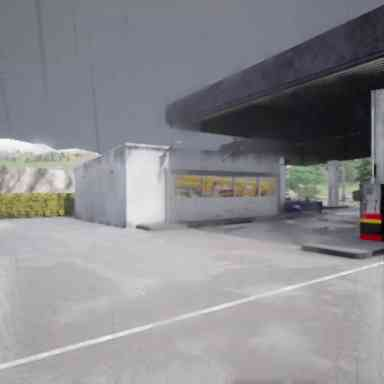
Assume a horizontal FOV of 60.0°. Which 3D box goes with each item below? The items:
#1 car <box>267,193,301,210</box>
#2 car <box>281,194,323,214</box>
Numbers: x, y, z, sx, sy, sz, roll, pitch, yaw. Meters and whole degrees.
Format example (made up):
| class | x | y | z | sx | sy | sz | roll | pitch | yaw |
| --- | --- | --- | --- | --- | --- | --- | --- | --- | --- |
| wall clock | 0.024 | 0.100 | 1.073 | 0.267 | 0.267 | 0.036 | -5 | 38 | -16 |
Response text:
| class | x | y | z | sx | sy | sz | roll | pitch | yaw |
| --- | --- | --- | --- | --- | --- | --- | --- | --- | --- |
| car | 11.069 | 1.067 | 39.912 | 3.866 | 1.878 | 1.905 | -1 | 0 | -36 |
| car | 10.869 | 1.268 | 32.784 | 4.611 | 1.667 | 2.242 | -1 | 0 | -36 |
